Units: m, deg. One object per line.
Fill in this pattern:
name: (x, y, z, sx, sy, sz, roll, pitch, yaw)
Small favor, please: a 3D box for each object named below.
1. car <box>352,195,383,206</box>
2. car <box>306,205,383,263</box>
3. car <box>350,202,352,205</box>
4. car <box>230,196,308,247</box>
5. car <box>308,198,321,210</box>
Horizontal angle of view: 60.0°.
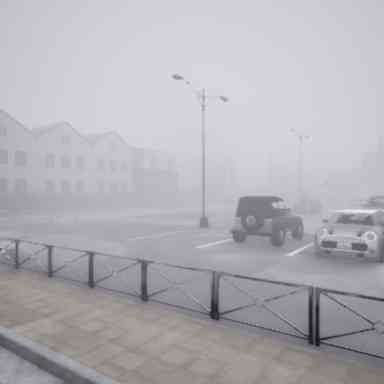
car: (10.341, 1.100, 18.189, 1.932, 1.855, 4.605, 0, 0, 35)
car: (5.490, 1.364, 11.235, 1.970, 1.475, 3.806, 0, 0, 35)
car: (17.486, 1.240, 34.024, 1.970, 1.475, 3.806, 0, 0, 35)
car: (3.123, 1.086, 13.649, 1.905, 1.878, 3.866, 0, 0, 35)
car: (10.432, 1.313, 30.371, 2.007, 1.523, 4.514, 0, 0, 35)
